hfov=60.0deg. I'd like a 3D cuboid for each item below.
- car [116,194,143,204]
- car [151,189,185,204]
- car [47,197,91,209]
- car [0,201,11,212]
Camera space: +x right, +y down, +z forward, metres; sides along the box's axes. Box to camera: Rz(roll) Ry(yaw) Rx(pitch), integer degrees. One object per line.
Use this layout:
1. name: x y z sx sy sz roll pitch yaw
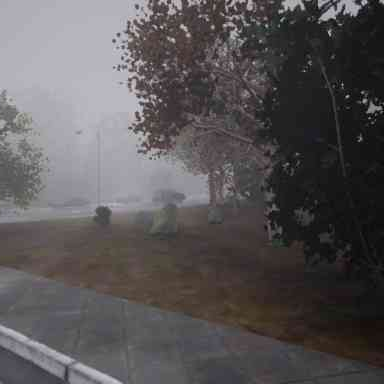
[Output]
1. car: -9.619 0.982 51.069 1.994 1.385 4.181 0 3 39
2. car: -3.373 0.573 47.380 2.150 2.045 5.566 0 3 38
3. car: -15.903 1.354 43.290 2.033 1.411 5.357 0 2 39
4. car: -22.141 1.531 35.548 1.837 1.490 4.892 0 1 39
